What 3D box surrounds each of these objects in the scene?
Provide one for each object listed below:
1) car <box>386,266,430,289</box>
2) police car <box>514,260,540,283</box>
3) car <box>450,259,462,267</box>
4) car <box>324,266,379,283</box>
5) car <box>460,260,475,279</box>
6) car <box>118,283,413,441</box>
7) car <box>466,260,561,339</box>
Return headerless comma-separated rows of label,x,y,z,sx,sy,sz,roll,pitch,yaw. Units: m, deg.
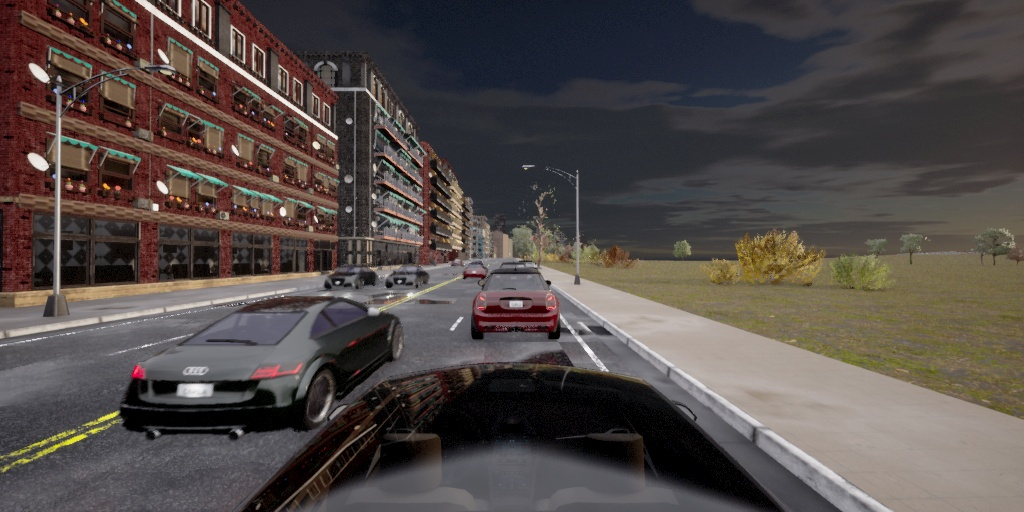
car,-6.624,1.316,23.148,1.994,1.385,4.181,0,0,0
police car,1.108,1.177,29.453,1.930,1.638,5.238,0,0,0
car,-9.863,1.273,64.624,1.812,1.442,4.674,0,0,0
car,-9.872,1.316,22.320,1.994,1.385,4.181,0,0,0
car,-3.182,1.315,32.089,1.994,1.385,4.181,0,0,0
car,-3.158,1.314,5.578,1.994,1.385,4.181,0,0,0
car,0.083,1.103,10.185,2.097,1.767,4.553,0,0,0
